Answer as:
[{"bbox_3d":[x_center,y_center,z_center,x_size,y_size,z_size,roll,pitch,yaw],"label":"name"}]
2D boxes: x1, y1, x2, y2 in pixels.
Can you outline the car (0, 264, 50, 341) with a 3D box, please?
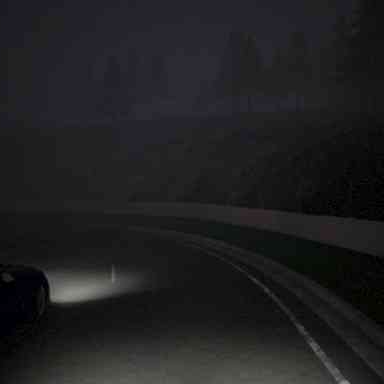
[{"bbox_3d":[-3.424,1.504,4.043,1.812,1.442,4.674,0,0,-1],"label":"car"}]
